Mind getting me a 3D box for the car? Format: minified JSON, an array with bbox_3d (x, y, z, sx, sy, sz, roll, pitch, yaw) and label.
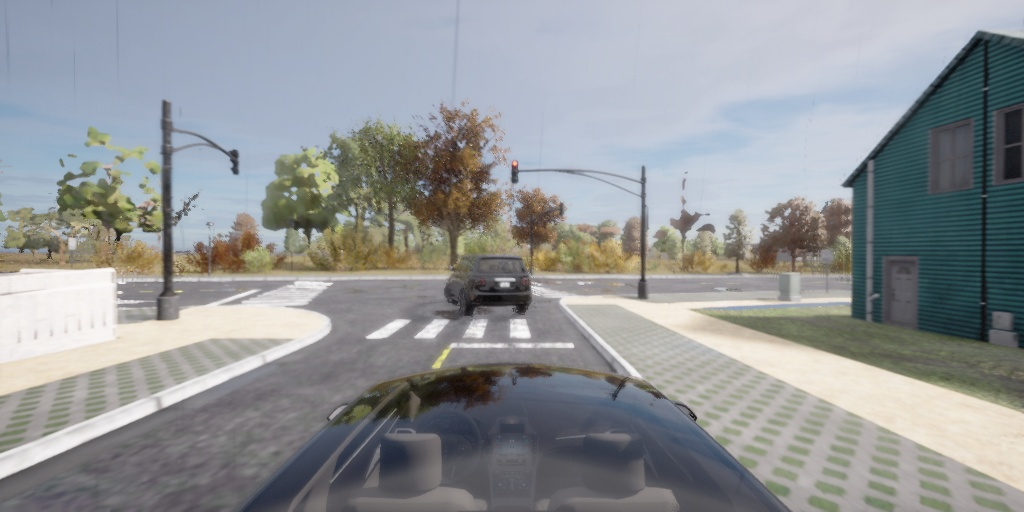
[{"bbox_3d":[-1.053,0.981,13.540,2.150,2.045,5.566,1,0,-18],"label":"car"}]
